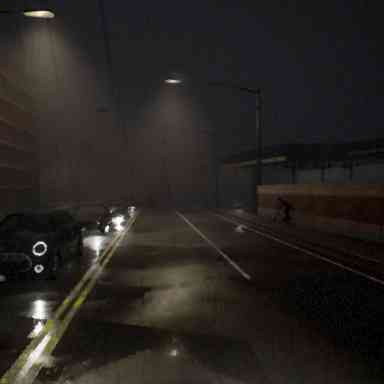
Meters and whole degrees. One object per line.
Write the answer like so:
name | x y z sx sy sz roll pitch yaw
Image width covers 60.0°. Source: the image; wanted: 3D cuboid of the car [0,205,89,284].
car | -4.618 1.341 9.691 2.097 1.767 4.553 -1 0 -7

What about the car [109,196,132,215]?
car | -7.137 1.343 31.474 2.128 1.511 4.902 -1 0 -7

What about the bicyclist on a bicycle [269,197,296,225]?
bicyclist on a bicycle | 5.309 1.110 19.417 1.656 1.620 0.582 -1 0 -7

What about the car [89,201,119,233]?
car | -5.743 1.475 19.399 2.033 1.411 5.357 -1 0 -7

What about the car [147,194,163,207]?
car | -5.100 1.073 45.663 2.097 1.767 4.553 -1 0 -6

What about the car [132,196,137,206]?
car | -8.865 1.272 47.169 2.128 1.511 4.902 -1 0 -7
